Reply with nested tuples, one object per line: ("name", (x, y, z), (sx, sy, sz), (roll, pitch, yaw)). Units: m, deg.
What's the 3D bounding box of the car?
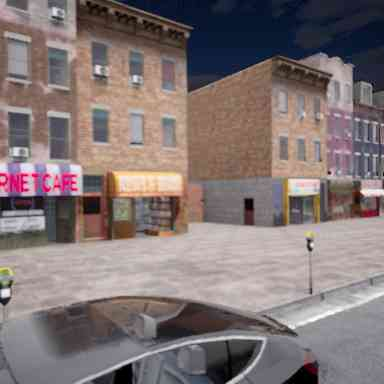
("car", (-0.948, 1.565, 2.143), (4.313, 1.339, 1.947), (0, -1, -35))
